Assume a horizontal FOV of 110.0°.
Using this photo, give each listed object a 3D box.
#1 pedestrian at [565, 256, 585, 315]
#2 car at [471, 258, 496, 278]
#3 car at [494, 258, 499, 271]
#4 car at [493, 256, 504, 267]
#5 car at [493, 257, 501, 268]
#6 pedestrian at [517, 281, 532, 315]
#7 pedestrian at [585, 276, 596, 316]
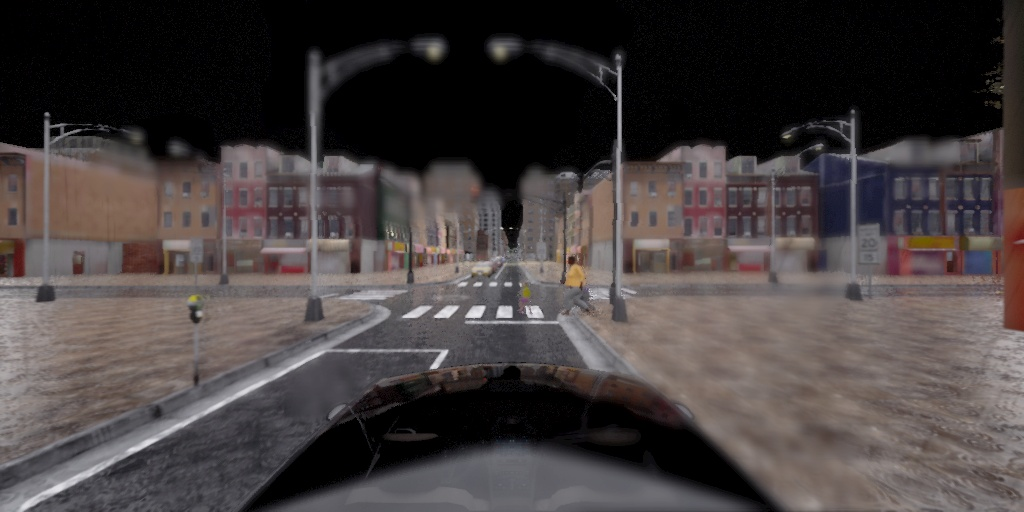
[{"bbox_3d":[1.855,0.839,10.592,0.375,1.860,0.375,0,0,0],"label":"pedestrian"},{"bbox_3d":[-2.646,1.139,31.888,1.751,1.417,4.829,0,0,0],"label":"car"},{"bbox_3d":[-2.648,1.139,37.662,1.888,1.381,4.507,0,0,0],"label":"car"},{"bbox_3d":[-2.653,0.983,54.478,1.967,1.591,4.097,0,0,0],"label":"car"},{"bbox_3d":[-2.649,1.157,43.267,1.802,1.307,4.207,0,0,0],"label":"car"},{"bbox_3d":[0.484,1.373,11.792,0.500,1.100,0.500,0,0,0],"label":"pedestrian"},{"bbox_3d":[2.318,1.121,11.244,0.375,1.300,0.375,0,0,0],"label":"pedestrian"}]
